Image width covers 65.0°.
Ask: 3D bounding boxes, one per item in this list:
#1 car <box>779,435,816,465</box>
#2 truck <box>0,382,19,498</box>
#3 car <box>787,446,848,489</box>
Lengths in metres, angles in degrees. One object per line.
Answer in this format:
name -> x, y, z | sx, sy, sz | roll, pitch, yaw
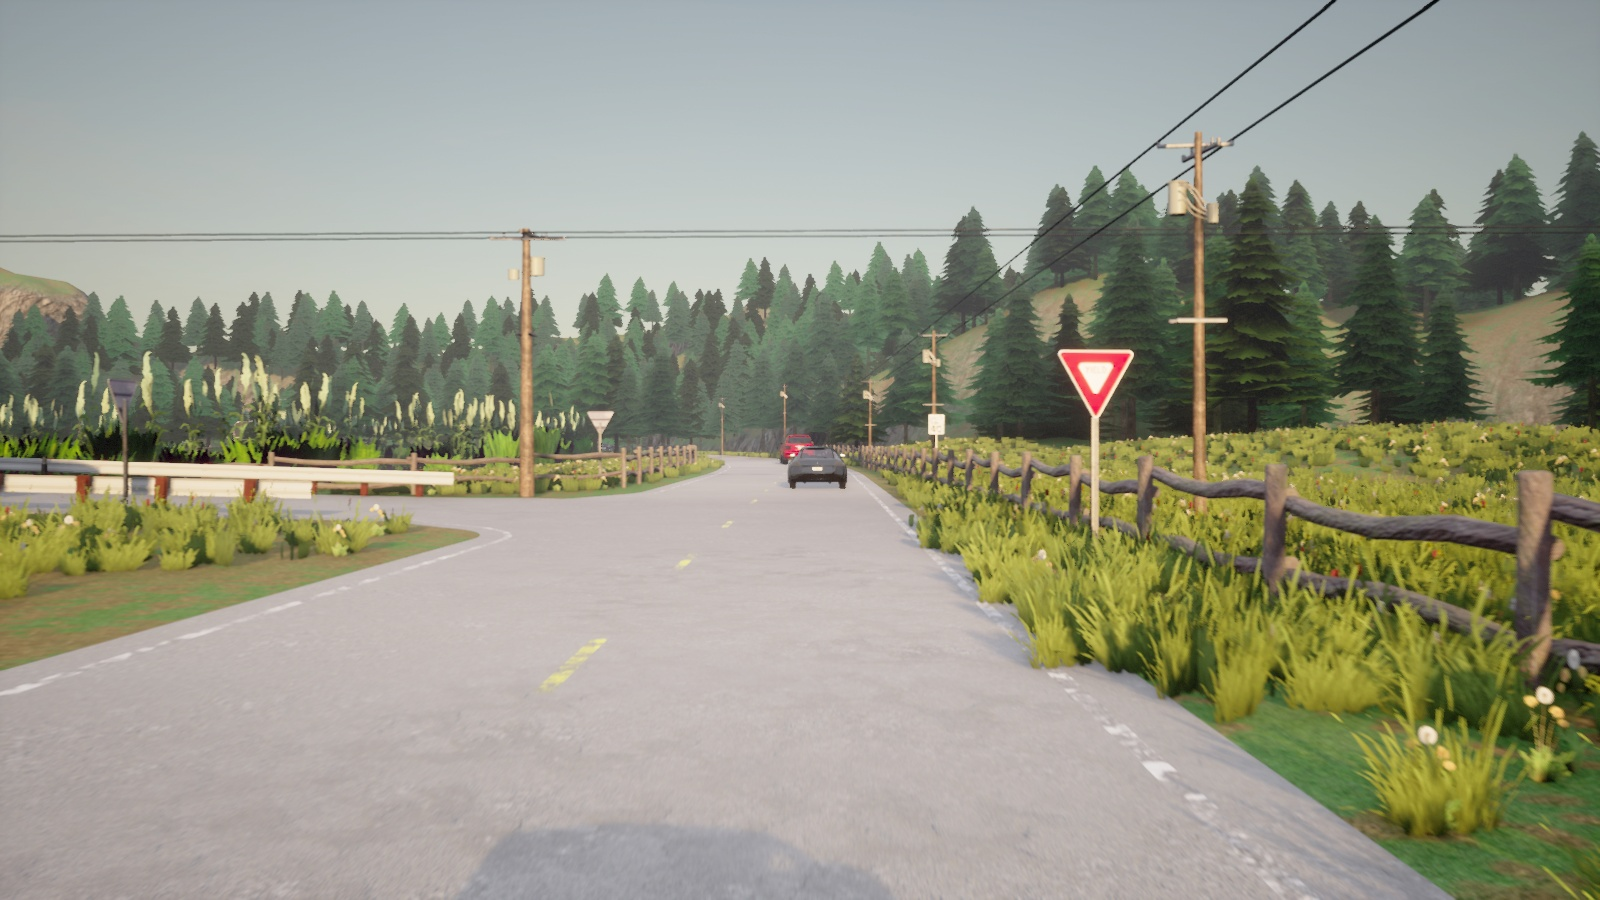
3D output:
car -> -0.236, -0.029, 87.656 | 2.150, 2.045, 5.566 | 0, 0, -5
truck -> -19.618, -0.312, 26.008 | 5.204, 2.467, 2.627 | 2, 0, 3
car -> 0.603, 0.569, 42.996 | 1.994, 1.385, 4.181 | 0, 0, 1
